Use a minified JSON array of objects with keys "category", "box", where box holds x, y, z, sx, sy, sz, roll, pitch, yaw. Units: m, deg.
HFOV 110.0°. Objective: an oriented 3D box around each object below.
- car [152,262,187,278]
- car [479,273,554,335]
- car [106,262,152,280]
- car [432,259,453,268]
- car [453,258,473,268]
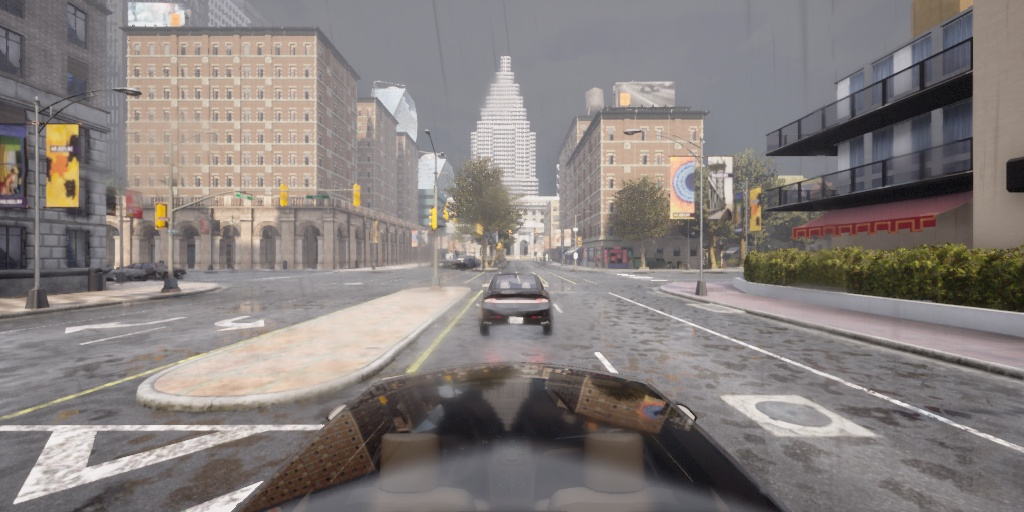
[{"category":"car","box":[-33.848,1.299,33.624,5.357,1.411,2.033,0,0,0]},{"category":"car","box":[0.106,1.242,10.505,2.128,1.511,4.902,0,0,0]},{"category":"car","box":[-33.825,1.352,30.126,4.718,1.301,1.895,0,0,0]},{"category":"car","box":[-11.512,1.244,60.638,2.128,1.511,4.902,0,0,0]},{"category":"car","box":[-8.022,1.353,59.190,1.895,1.301,4.718,0,0,0]}]
